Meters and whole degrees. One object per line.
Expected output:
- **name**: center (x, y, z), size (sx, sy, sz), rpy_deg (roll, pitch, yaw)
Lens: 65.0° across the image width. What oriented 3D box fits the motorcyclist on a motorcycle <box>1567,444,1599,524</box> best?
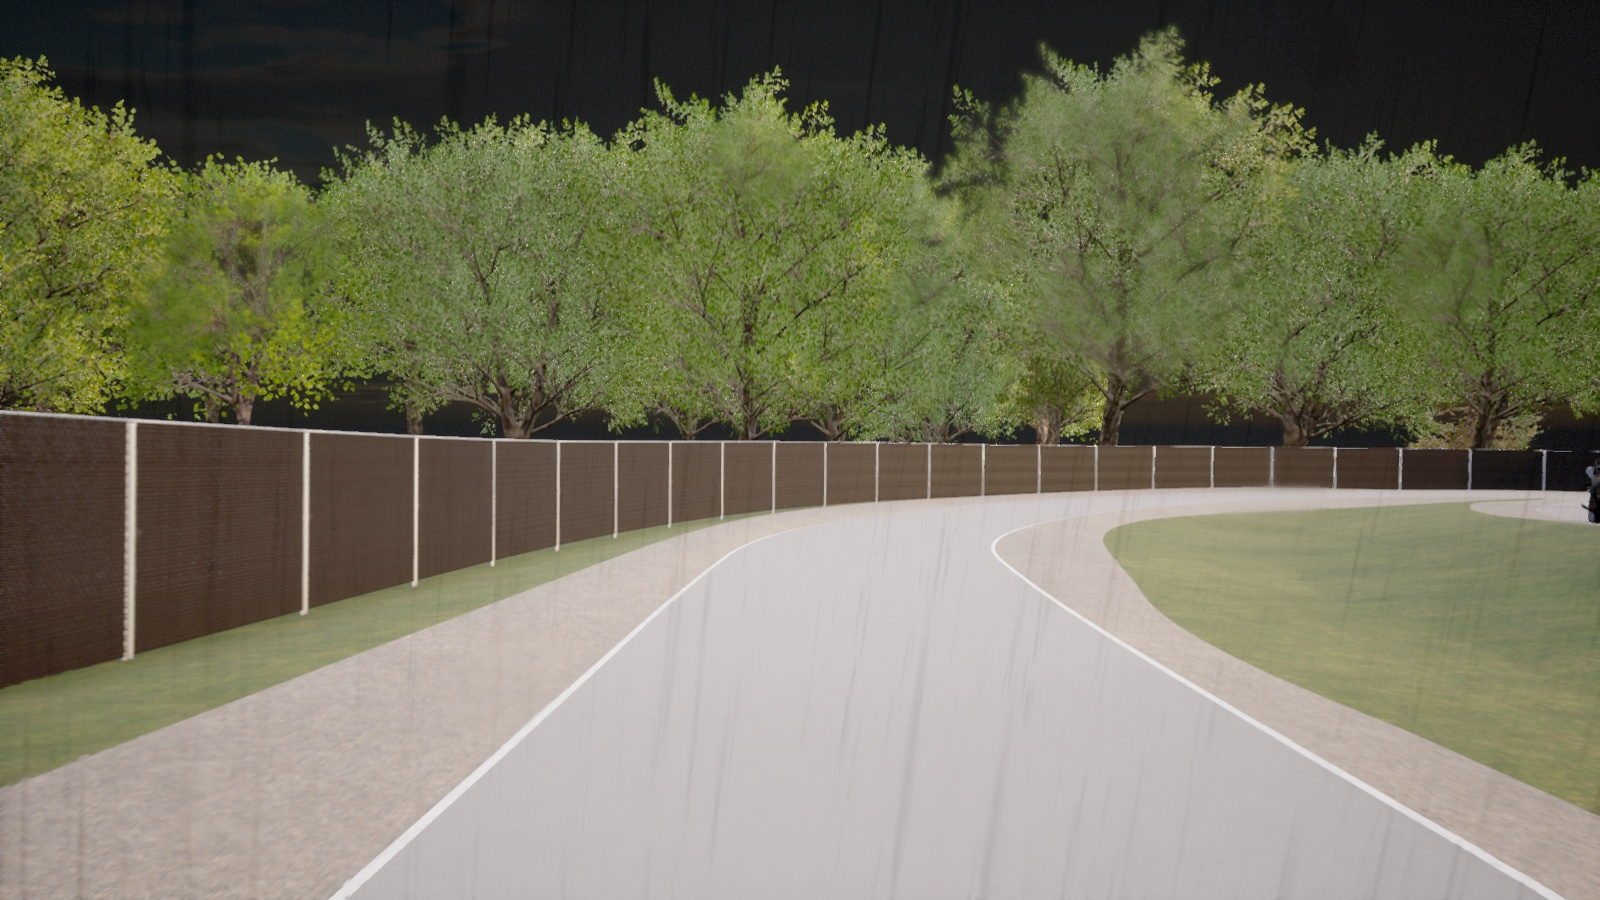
- **motorcyclist on a motorcycle**: center (15.971, 0.662, 24.763), size (0.866, 1.530, 2.191), rpy_deg (0, 0, 15)
